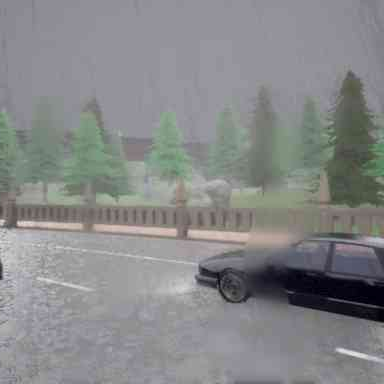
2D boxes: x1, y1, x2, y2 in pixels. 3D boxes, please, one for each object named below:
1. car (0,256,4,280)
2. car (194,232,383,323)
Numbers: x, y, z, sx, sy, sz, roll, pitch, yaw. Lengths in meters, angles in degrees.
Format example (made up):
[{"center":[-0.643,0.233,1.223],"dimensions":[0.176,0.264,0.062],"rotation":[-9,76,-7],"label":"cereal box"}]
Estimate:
[{"center":[-6.520,1.611,8.101],"dimensions":[4.181,1.385,1.994],"rotation":[-1,0,32],"label":"car"},{"center":[2.658,1.507,6.350],"dimensions":[5.357,1.411,2.033],"rotation":[0,0,35],"label":"car"}]
